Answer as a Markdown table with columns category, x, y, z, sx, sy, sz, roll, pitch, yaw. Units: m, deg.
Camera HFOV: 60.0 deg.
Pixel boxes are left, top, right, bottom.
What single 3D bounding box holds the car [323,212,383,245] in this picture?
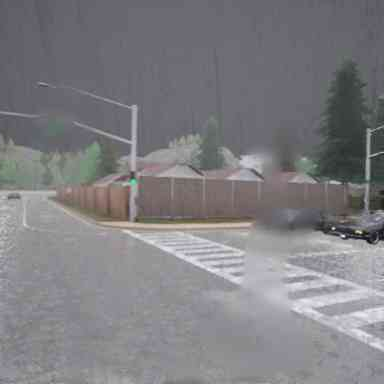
| category | x | y | z | sx | sy | sz | roll | pitch | yaw |
| --- | --- | --- | --- | --- | --- | --- | --- | --- | --- |
| car | 9.575 | 1.760 | 16.856 | 5.357 | 1.411 | 2.033 | 1 | 0 | -24 |

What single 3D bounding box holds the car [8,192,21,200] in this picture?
| category | x | y | z | sx | sy | sz | roll | pitch | yaw |
| --- | --- | --- | --- | --- | --- | --- | --- | --- | --- |
| car | -32.791 | 0.693 | 61.414 | 1.994 | 1.385 | 4.181 | 1 | 0 | -27 |

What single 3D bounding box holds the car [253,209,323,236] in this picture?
| category | x | y | z | sx | sy | sz | roll | pitch | yaw |
| --- | --- | --- | --- | --- | --- | --- | --- | --- | --- |
| car | 6.210 | 1.677 | 19.165 | 5.357 | 1.411 | 2.033 | 1 | 0 | -25 |
